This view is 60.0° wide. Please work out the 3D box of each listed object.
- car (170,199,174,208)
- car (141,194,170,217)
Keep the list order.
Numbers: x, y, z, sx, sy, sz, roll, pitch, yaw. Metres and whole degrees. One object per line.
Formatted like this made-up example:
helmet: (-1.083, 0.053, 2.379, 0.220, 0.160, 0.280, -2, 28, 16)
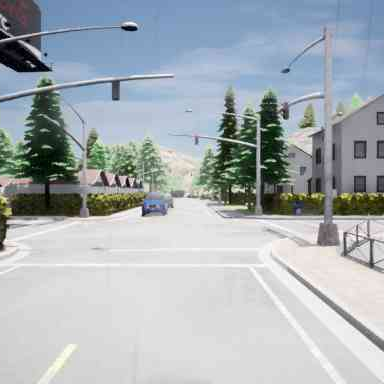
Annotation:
car: (-3.599, 1.564, 46.845, 1.994, 1.385, 4.181, 0, 0, 0)
car: (-3.568, 1.220, 32.275, 2.150, 2.045, 5.566, 0, 0, -1)
